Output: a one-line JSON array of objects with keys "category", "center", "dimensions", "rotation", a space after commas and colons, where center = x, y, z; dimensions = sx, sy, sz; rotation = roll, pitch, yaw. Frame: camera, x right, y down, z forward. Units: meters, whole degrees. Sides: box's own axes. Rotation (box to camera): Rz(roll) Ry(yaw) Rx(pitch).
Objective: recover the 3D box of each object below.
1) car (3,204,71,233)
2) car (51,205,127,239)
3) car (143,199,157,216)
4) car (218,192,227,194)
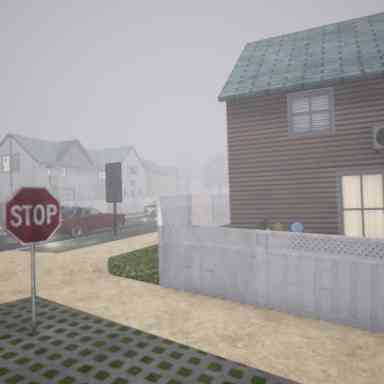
[{"category": "car", "center": [-7.637, 1.414, 18.033], "dimensions": [2.128, 1.511, 4.902], "rotation": [-3, 0, 25]}, {"category": "car", "center": [-5.265, 1.415, 16.150], "dimensions": [1.895, 1.301, 4.718], "rotation": [-3, 0, 26]}, {"category": "car", "center": [-2.574, 1.272, 29.500], "dimensions": [2.128, 1.511, 4.902], "rotation": [-2, 0, 22]}, {"category": "car", "center": [4.477, 0.921, 49.666], "dimensions": [2.097, 1.767, 4.553], "rotation": [-2, 0, 16]}]
